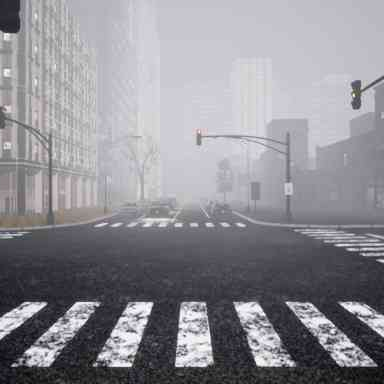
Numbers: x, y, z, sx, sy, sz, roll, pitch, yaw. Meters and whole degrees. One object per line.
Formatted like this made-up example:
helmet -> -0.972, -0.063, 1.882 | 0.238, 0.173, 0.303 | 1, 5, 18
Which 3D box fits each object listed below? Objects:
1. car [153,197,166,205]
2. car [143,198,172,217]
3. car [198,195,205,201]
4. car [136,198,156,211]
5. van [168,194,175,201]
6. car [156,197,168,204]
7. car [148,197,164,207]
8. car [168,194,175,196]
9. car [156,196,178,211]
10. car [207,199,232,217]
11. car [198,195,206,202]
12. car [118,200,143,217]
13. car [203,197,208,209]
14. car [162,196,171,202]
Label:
car -> -5.717, 1.594, 58.491 | 1.947, 1.339, 4.313 | 0, 0, 0
car -> -3.132, 1.573, 30.968 | 1.994, 1.385, 4.181 | 0, 0, -2
car -> 2.648, 1.639, 91.741 | 1.947, 1.339, 4.313 | 0, 0, 0
car -> -5.709, 1.541, 41.699 | 1.752, 1.417, 4.829 | 0, 0, 0
van -> -5.733, 1.414, 91.737 | 1.690, 1.788, 3.998 | 0, 0, 0
car -> -5.720, 1.600, 64.033 | 1.947, 1.339, 4.313 | 0, 0, 0
car -> -5.714, 1.574, 52.951 | 2.008, 1.369, 4.403 | 0, 0, 0
car -> -3.113, 1.500, 50.914 | 1.882, 1.535, 5.008 | 0, 0, 0
car -> -3.116, 1.579, 40.931 | 1.994, 1.385, 4.181 | 0, 0, 0
car -> 2.677, 1.554, 30.791 | 1.887, 1.381, 4.507 | 0, 0, 0
car -> 2.656, 1.600, 75.118 | 2.008, 1.369, 4.403 | 0, 0, 0
car -> -5.704, 1.591, 30.787 | 1.802, 1.307, 4.206 | 0, 0, 0
car -> 2.672, 1.598, 41.874 | 1.802, 1.307, 4.206 | 0, 0, 0
car -> -5.725, 1.631, 75.114 | 1.802, 1.307, 4.206 | 0, 0, 0
